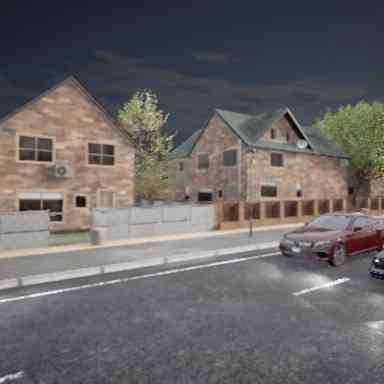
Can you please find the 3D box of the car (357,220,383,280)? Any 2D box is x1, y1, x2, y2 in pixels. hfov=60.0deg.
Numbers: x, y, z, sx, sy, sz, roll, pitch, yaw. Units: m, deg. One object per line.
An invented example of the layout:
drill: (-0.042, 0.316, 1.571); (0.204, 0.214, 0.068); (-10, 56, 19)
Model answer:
car: (6.642, 1.444, 8.346); (5.357, 1.411, 2.033); (-1, 0, -35)

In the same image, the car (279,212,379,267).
car: (4.966, 1.415, 11.127); (4.674, 1.442, 1.812); (-1, 0, -35)
